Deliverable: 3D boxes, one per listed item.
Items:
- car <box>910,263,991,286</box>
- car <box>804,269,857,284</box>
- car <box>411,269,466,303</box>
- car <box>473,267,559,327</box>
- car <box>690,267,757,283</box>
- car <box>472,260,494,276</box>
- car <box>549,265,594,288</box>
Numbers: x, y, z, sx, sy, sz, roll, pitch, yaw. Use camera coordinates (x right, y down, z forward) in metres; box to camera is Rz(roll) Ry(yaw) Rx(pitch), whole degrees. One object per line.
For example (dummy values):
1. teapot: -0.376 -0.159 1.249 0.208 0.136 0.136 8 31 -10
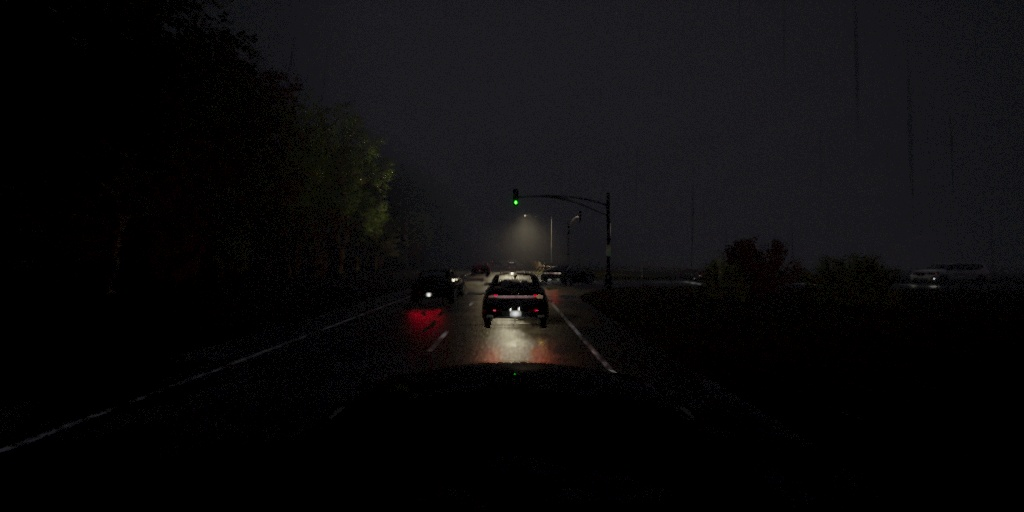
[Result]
1. car: 40.070 1.620 32.815 5.566 2.045 2.150 1 -1 0
2. car: 29.350 1.845 32.856 4.181 1.385 1.994 1 -1 1
3. car: -3.405 1.334 17.094 1.837 1.490 4.892 0 0 0
4. car: 0.104 1.293 11.735 2.128 1.511 4.902 0 0 0
5. car: 19.403 1.719 32.904 5.357 1.411 2.033 1 -1 0
6. car: -3.413 1.422 40.420 1.882 1.535 5.008 0 0 0
7. car: 4.058 1.365 25.488 2.128 1.511 4.902 -2 -1 41
